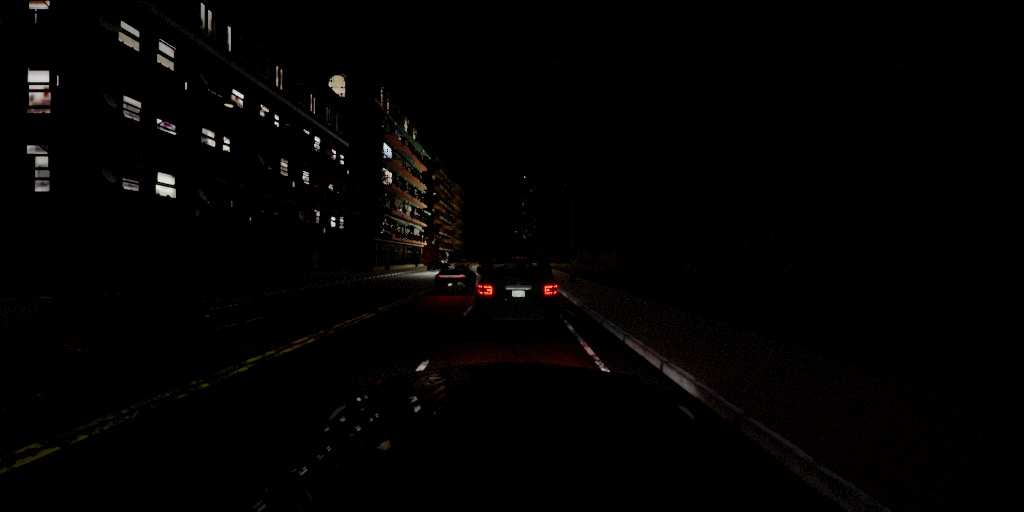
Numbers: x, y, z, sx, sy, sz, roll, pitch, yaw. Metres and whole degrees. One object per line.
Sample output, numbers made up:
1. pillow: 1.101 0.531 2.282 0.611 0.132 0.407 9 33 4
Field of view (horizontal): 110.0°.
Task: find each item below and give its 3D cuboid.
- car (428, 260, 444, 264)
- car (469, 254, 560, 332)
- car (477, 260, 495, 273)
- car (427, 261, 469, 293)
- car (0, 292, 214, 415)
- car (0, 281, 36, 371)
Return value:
1. car: -9.797 1.245 46.990 2.128 1.511 4.902 0 0 0
2. car: 0.115 0.973 11.040 2.150 2.045 5.566 0 0 -1
3. car: -3.105 1.280 43.322 1.812 1.442 4.674 0 0 0
4. car: -3.128 1.244 20.588 2.128 1.511 4.902 0 0 0
5. car: -6.582 1.276 4.941 1.812 1.442 4.674 0 0 0
6. car: -9.845 1.228 4.206 1.882 1.535 5.008 0 0 0
